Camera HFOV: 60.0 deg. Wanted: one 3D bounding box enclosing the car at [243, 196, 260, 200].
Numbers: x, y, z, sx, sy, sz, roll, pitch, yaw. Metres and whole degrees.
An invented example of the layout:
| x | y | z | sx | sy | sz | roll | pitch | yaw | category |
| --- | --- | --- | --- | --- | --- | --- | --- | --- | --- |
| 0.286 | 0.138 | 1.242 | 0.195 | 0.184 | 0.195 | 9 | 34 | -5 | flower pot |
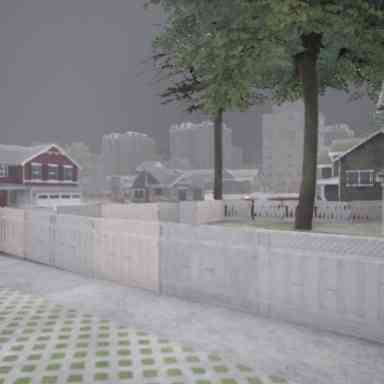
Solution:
| x | y | z | sx | sy | sz | roll | pitch | yaw | category |
| --- | --- | --- | --- | --- | --- | --- | --- | --- | --- |
| 8.723 | 1.359 | 50.384 | 2.128 | 1.511 | 4.902 | 0 | 0 | 35 | car |
